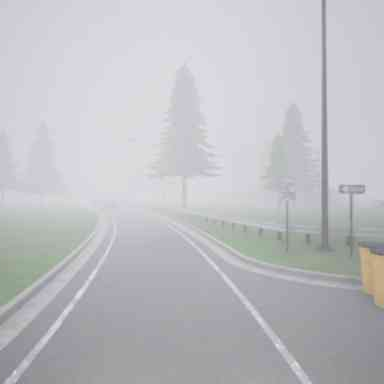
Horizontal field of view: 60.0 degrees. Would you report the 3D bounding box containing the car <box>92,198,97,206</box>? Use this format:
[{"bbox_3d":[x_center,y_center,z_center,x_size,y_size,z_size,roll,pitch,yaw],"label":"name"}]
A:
[{"bbox_3d":[-15.925,1.703,56.629,1.895,1.301,4.718,0,0,-23],"label":"car"}]

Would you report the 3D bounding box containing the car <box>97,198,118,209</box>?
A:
[{"bbox_3d":[-11.960,1.680,47.473,1.895,1.301,4.718,0,0,-23],"label":"car"}]
